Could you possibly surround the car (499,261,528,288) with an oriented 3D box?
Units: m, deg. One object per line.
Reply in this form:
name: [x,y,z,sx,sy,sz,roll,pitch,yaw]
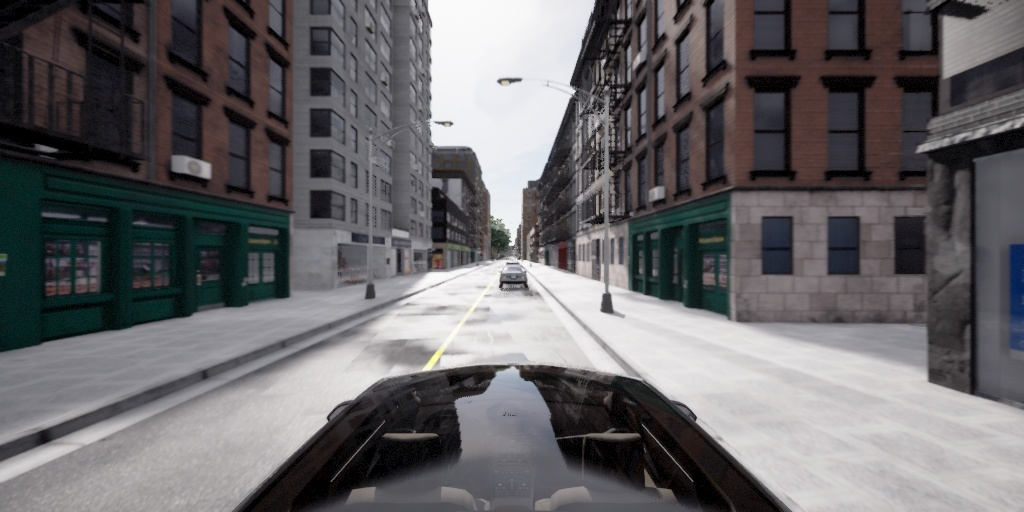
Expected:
car: [0.097,1.300,24.083,2.033,1.411,5.357,0,0,0]
